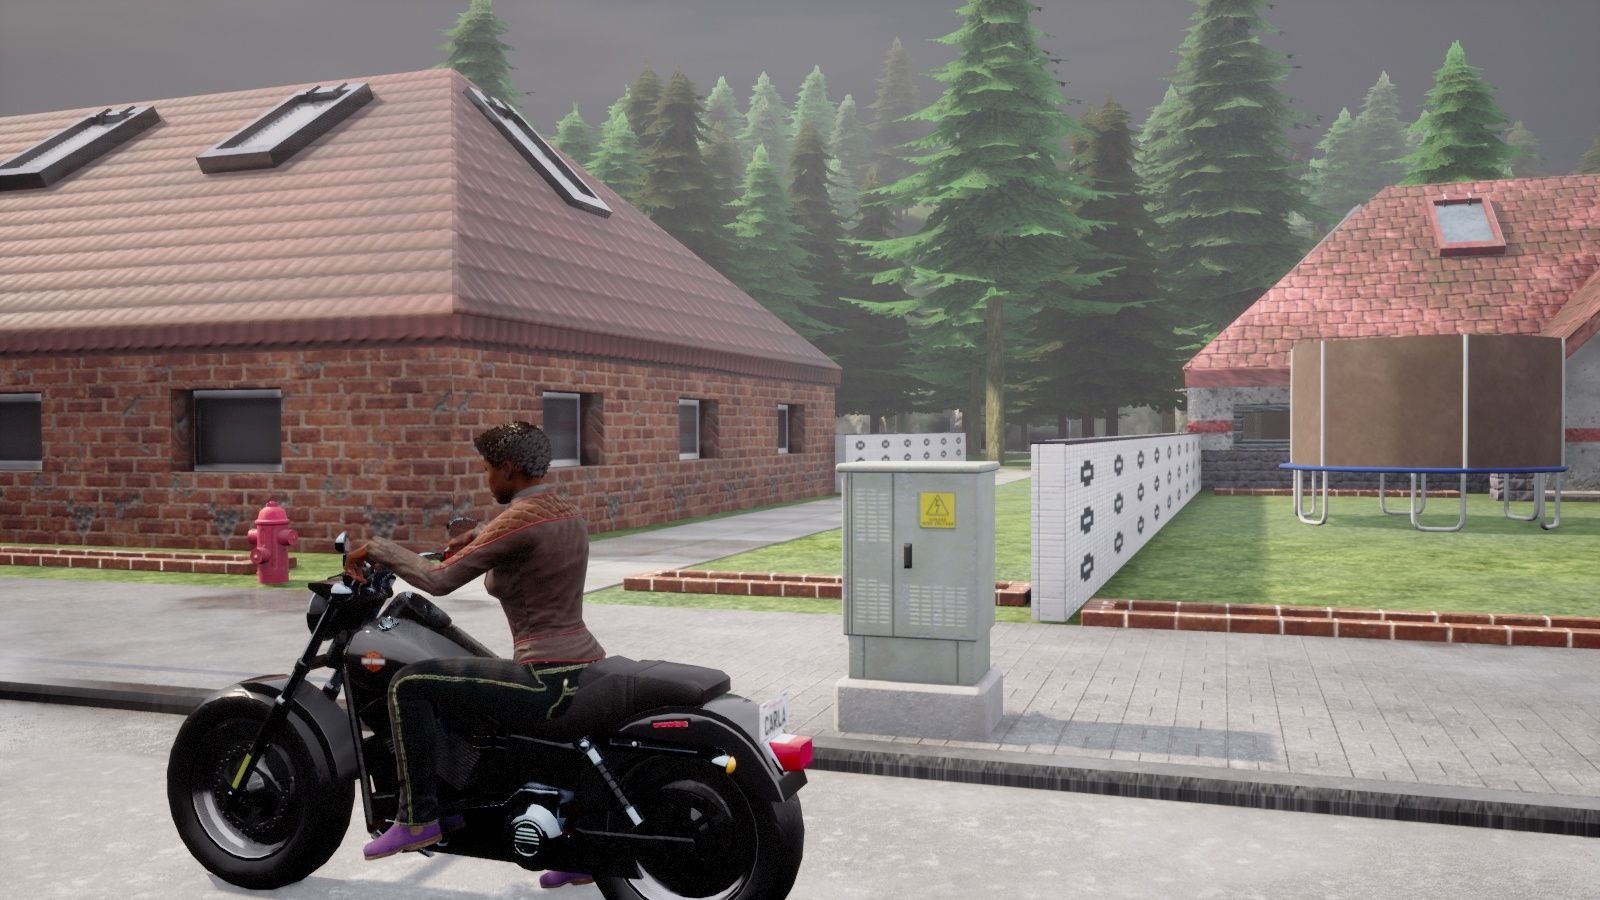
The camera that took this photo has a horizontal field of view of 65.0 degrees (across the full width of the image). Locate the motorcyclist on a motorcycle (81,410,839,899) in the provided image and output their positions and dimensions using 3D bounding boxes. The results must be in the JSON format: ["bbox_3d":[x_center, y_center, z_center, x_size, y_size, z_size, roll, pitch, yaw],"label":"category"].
[{"bbox_3d":[-1.109,0.707,4.093,2.350,1.649,0.766,0,1,19],"label":"motorcyclist on a motorcycle"}]
